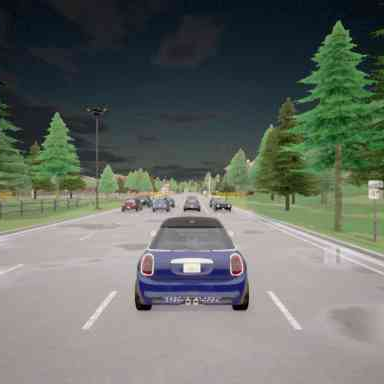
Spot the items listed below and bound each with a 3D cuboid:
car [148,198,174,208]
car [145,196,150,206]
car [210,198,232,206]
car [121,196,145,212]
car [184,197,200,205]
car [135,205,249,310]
[{"bbox_3d":[-3.500,1.546,38.585,2.033,1.411,5.357,0,0,0],"label":"car"},{"bbox_3d":[-7.000,1.350,48.975,2.097,1.767,4.553,0,0,0],"label":"car"},{"bbox_3d":[3.500,1.599,39.032,1.895,1.301,4.718,0,0,0],"label":"car"},{"bbox_3d":[-7.000,1.524,39.002,1.812,1.442,4.674,0,0,0],"label":"car"},{"bbox_3d":[0.000,1.562,38.969,1.994,1.385,4.181,0,0,0],"label":"car"},{"bbox_3d":[0.000,1.352,7.942,2.097,1.767,4.553,0,0,0],"label":"car"}]
